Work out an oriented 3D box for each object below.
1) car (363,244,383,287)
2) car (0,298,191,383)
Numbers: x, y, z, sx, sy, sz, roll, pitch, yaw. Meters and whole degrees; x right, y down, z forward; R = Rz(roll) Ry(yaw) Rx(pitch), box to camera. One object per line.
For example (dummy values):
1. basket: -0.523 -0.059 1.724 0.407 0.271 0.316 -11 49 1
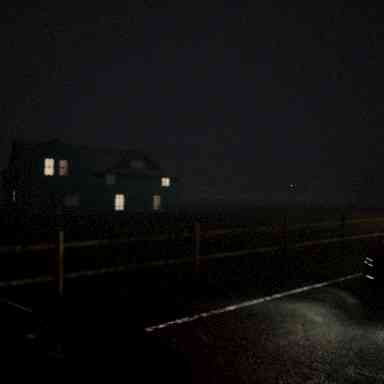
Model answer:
1. car: 6.308 1.570 8.477 5.008 1.535 1.882 1 0 -36
2. car: -2.426 1.597 2.259 4.718 1.301 1.895 1 0 -36
